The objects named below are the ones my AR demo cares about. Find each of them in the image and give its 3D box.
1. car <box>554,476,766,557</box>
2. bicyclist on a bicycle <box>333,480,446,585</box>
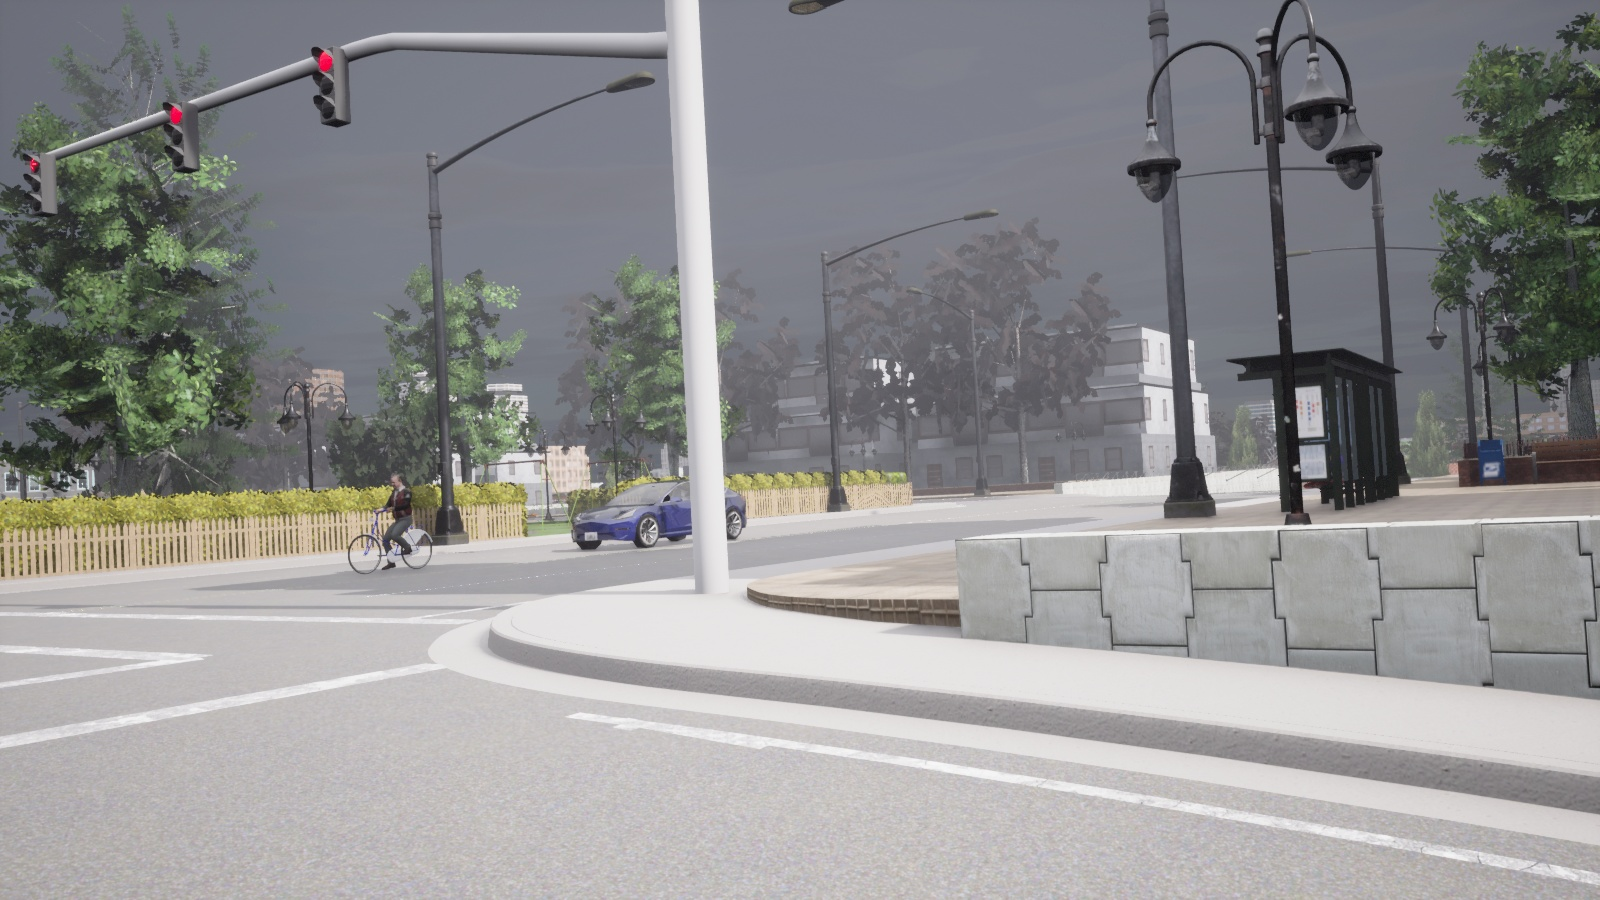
[{"bbox_3d":[-3.124,1.490,29.020,2.163,1.488,4.792,-5,-2,34],"label":"car"},{"bbox_3d":[-7.418,1.470,22.764,0.659,1.776,1.843,-5,-2,34],"label":"bicyclist on a bicycle"}]
